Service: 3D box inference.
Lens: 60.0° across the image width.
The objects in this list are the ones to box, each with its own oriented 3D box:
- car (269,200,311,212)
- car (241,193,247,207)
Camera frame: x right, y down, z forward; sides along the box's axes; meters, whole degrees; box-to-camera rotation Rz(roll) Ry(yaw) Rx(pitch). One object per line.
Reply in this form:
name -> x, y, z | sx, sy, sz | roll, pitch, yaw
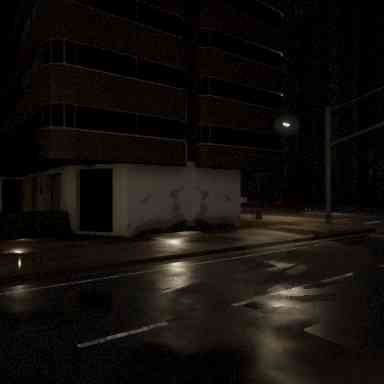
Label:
car -> 11.321, 1.601, 38.545 | 1.895, 1.301, 4.718 | 0, 0, -36
car -> 6.159, 1.222, 51.964 | 2.150, 2.045, 5.566 | 0, 0, -36
